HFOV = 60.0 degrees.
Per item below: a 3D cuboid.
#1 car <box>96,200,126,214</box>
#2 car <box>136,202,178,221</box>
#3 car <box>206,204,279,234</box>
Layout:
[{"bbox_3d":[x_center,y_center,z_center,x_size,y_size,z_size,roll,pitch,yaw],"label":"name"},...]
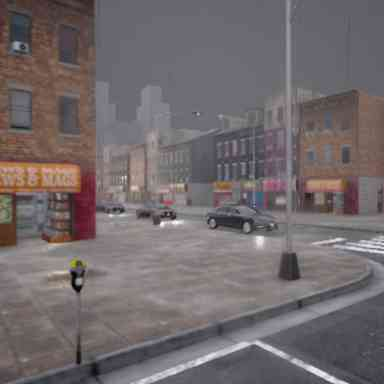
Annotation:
[{"bbox_3d":[-9.003,1.556,35.869,2.033,1.411,5.357,0,0,-35],"label":"car"},{"bbox_3d":[-2.959,1.556,27.355,1.994,1.385,4.181,0,0,-35],"label":"car"},{"bbox_3d":[2.782,1.486,19.290,1.837,1.490,4.892,0,0,-36],"label":"car"}]
